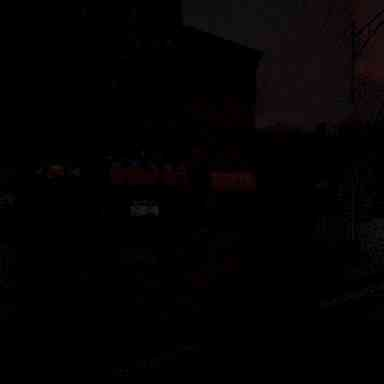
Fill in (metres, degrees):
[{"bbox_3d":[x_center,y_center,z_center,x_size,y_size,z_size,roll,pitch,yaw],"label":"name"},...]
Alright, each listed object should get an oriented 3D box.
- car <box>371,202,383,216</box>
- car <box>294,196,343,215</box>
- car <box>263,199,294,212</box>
[{"bbox_3d":[16.568,1.588,29.428,1.887,1.381,4.507,1,0,-36],"label":"car"},{"bbox_3d":[13.410,1.321,33.848,2.192,1.841,5.009,1,0,-36],"label":"car"},{"bbox_3d":[10.245,1.513,38.267,1.887,1.381,4.507,1,0,-36],"label":"car"}]
